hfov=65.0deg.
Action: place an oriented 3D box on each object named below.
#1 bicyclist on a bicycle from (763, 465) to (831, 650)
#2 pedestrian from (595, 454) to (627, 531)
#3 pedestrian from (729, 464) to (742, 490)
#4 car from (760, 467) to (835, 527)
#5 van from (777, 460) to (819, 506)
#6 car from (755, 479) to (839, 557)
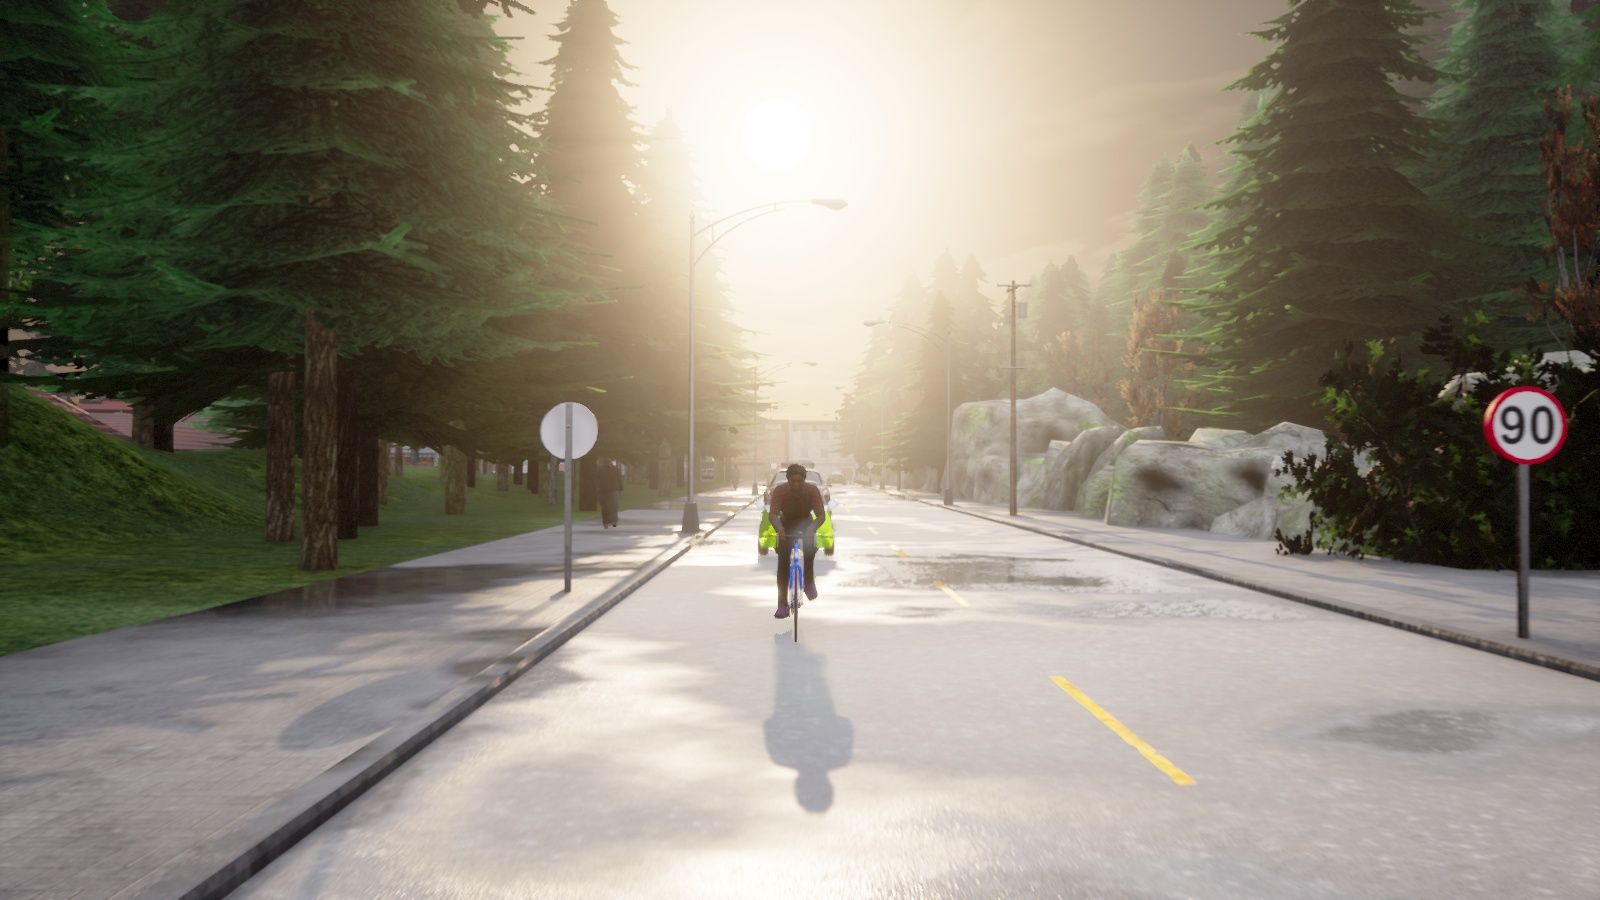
[{"bbox_3d":[-0.029,0.950,11.830,0.582,1.620,1.656,0,-1,0],"label":"bicyclist on a bicycle"},{"bbox_3d":[-4.576,1.016,30.420,0.634,1.844,0.899,0,-1,-17],"label":"pedestrian"},{"bbox_3d":[-4.617,1.950,90.104,0.874,1.855,0.900,0,-1,1],"label":"pedestrian"},{"bbox_3d":[-0.069,1.318,36.792,2.033,1.649,4.856,0,-1,0],"label":"car"},{"bbox_3d":[-0.091,1.451,56.547,1.775,1.987,4.442,0,-1,0],"label":"van"},{"bbox_3d":[-0.054,1.236,23.477,1.481,1.376,2.207,0,-1,0],"label":"car"}]
